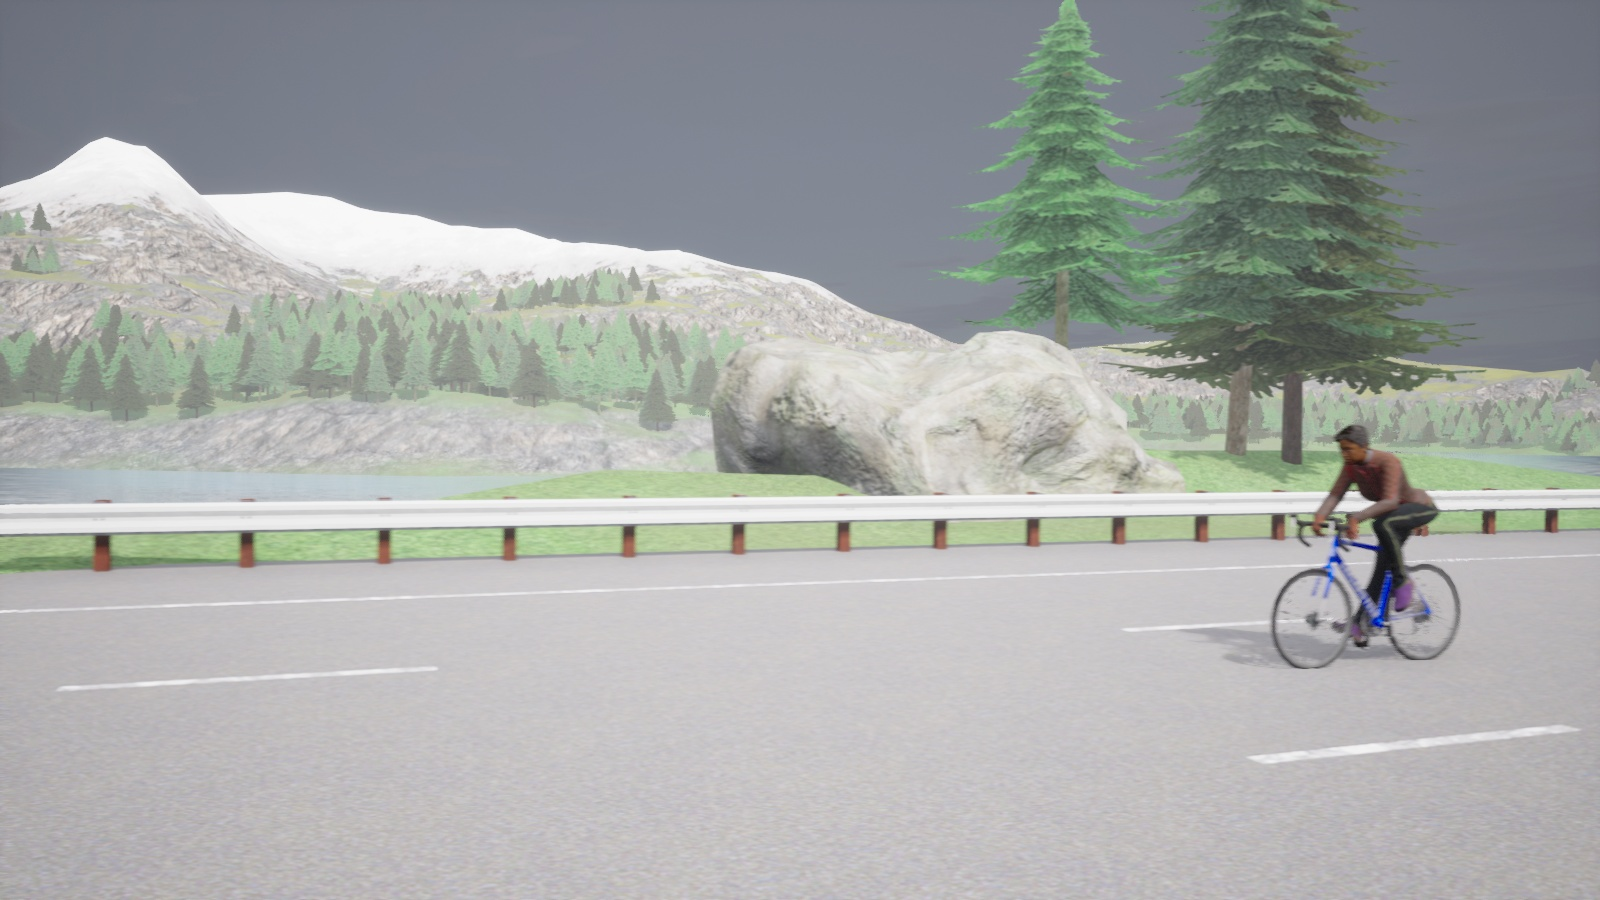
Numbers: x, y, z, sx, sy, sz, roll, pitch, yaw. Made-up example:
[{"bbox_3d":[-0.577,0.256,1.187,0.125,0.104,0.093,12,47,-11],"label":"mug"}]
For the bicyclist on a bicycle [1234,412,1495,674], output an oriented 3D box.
[{"bbox_3d":[3.792,0.573,8.421,1.656,1.620,0.582,-1,1,-21],"label":"bicyclist on a bicycle"}]
